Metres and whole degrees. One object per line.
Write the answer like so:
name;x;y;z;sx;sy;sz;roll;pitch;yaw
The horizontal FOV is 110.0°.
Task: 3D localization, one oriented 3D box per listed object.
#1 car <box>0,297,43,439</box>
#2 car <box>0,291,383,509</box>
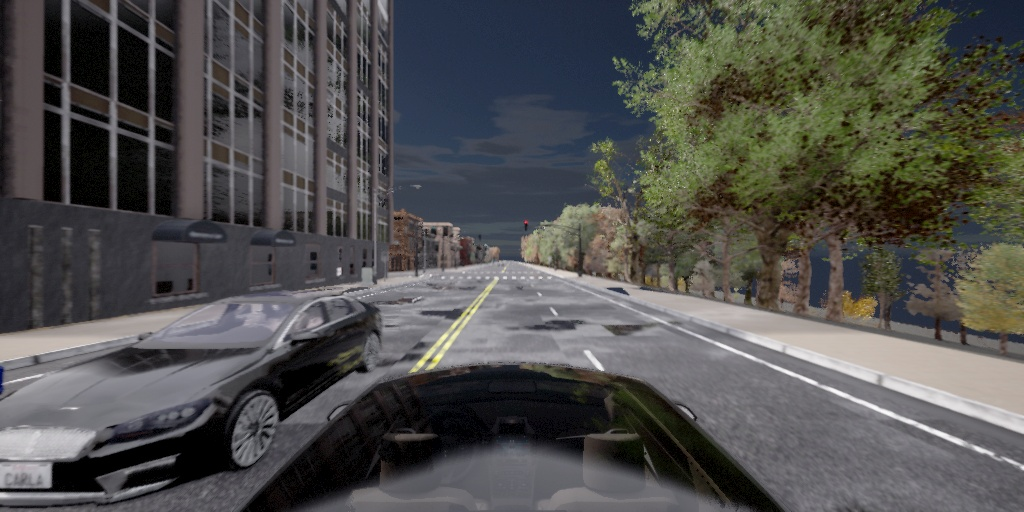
car;-6.601;1.228;1.811;1.882;1.535;5.008;0;-1;0
car;-3.352;1.283;4.921;2.128;1.511;4.902;0;-1;0
